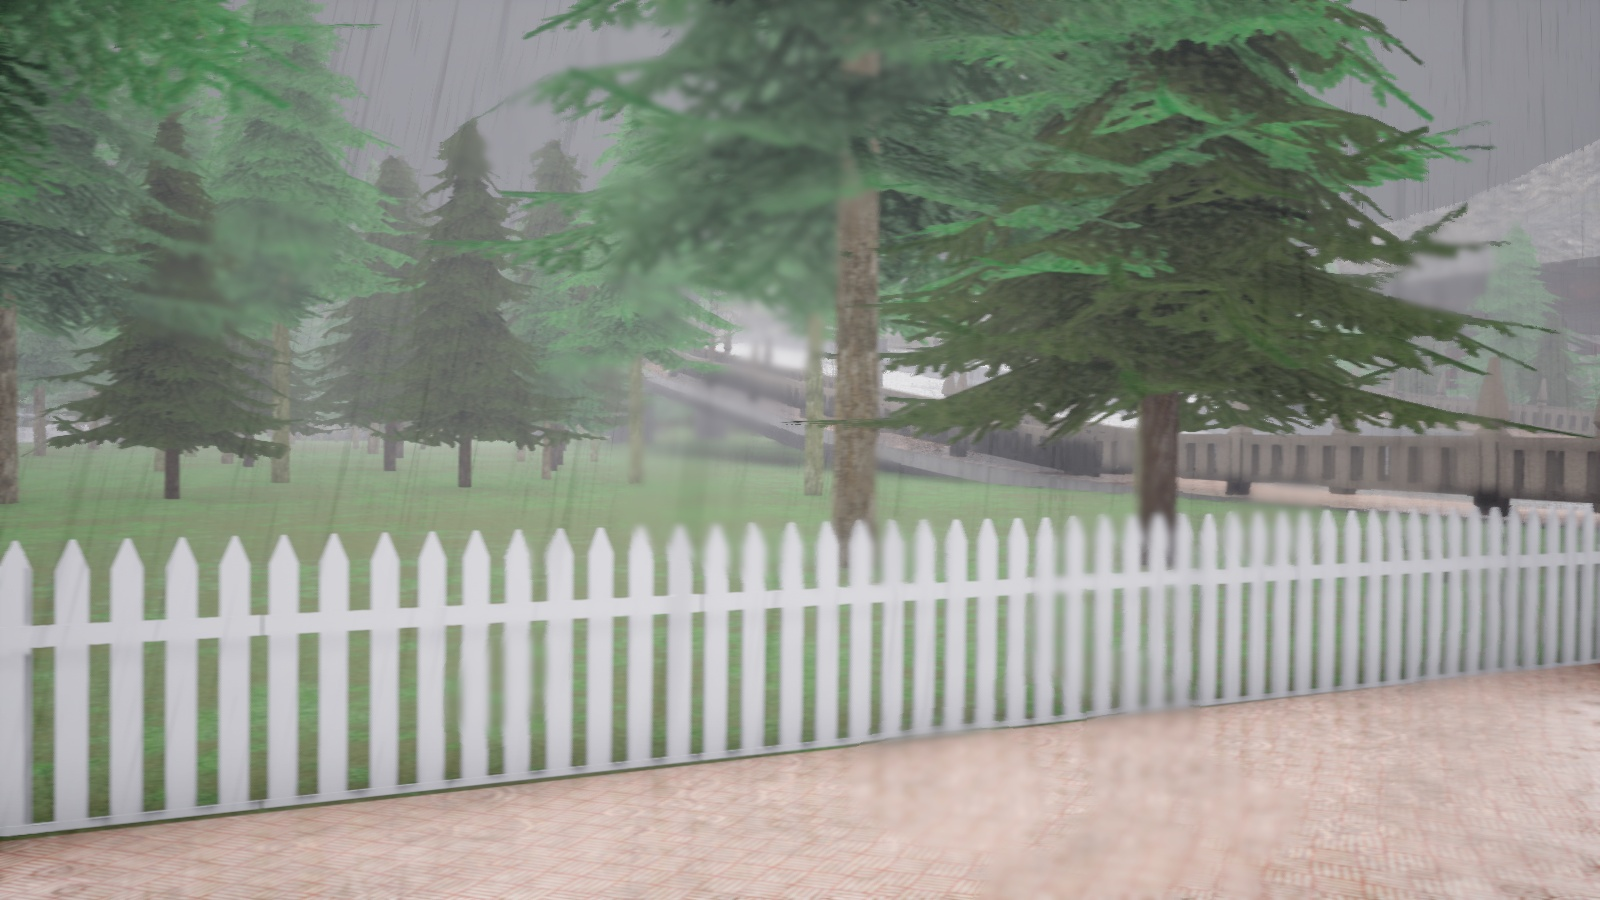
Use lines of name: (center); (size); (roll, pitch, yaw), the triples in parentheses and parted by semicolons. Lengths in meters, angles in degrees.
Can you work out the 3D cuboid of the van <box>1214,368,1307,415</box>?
van: (23.504, -3.039, 64.237); (1.775, 1.987, 4.442); (-1, 8, -22)
